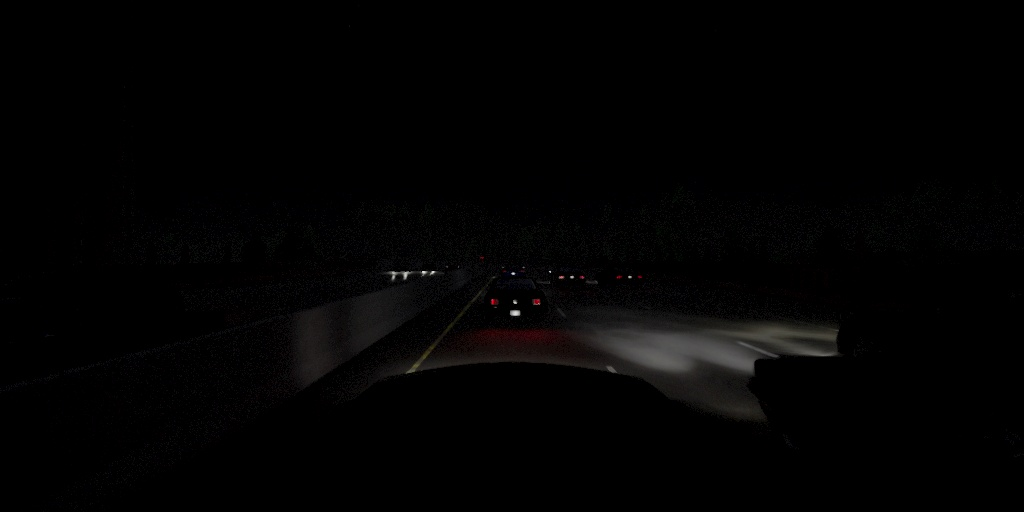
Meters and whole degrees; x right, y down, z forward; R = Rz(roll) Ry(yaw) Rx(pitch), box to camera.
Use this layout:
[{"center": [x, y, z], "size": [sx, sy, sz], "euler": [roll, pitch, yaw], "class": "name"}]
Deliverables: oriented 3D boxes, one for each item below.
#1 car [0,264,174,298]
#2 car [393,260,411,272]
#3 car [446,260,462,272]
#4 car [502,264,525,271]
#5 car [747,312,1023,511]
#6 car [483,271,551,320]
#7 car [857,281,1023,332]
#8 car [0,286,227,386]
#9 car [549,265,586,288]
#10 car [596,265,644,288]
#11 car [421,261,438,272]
[{"center": [-10.601, 1.105, 8.451], "size": [2.097, 1.767, 4.553], "euler": [0, 0, 0], "class": "car"}, {"center": [-14.805, 1.351, 48.436], "size": [1.837, 1.490, 4.892], "euler": [0, -1, -7], "class": "car"}, {"center": [-7.669, 1.314, 47.481], "size": [1.882, 1.535, 5.008], "euler": [0, 0, -6], "class": "car"}, {"center": [0.098, 1.347, 29.879], "size": [1.994, 1.385, 4.181], "euler": [0, 0, 0], "class": "car"}, {"center": [3.599, 1.351, 1.919], "size": [1.895, 1.301, 4.718], "euler": [0, 0, 0], "class": "car"}, {"center": [0.099, 1.356, 12.551], "size": [1.895, 1.301, 4.718], "euler": [0, 0, 0], "class": "car"}, {"center": [7.100, 1.103, 4.765], "size": [2.097, 1.767, 4.553], "euler": [0, 0, 0], "class": "car"}, {"center": [-7.101, 1.352, 5.475], "size": [1.895, 1.301, 4.718], "euler": [0, 0, 0], "class": "car"}, {"center": [3.599, 1.318, 23.984], "size": [2.033, 1.411, 5.357], "euler": [0, 0, 0], "class": "car"}, {"center": [7.099, 1.319, 24.081], "size": [2.033, 1.411, 5.357], "euler": [0, 0, 0], "class": "car"}, {"center": [-11.407, 1.395, 49.846], "size": [2.033, 1.411, 5.357], "euler": [0, 0, -7], "class": "car"}]
